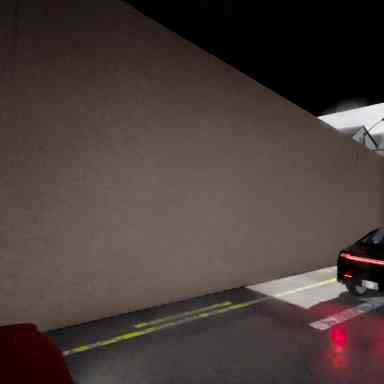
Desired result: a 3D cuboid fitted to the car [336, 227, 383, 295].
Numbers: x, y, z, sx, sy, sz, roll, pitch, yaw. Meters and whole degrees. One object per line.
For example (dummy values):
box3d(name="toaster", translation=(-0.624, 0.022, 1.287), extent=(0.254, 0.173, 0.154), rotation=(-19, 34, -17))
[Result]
box3d(name="car", translation=(5.244, 1.491, 7.512), extent=(4.902, 1.511, 2.128), rotation=(0, 0, -35))

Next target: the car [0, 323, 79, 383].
box3d(name="car", translation=(-2.998, 1.601, 1.687), extent=(4.718, 1.301, 1.895), rotation=(0, 0, -35))
